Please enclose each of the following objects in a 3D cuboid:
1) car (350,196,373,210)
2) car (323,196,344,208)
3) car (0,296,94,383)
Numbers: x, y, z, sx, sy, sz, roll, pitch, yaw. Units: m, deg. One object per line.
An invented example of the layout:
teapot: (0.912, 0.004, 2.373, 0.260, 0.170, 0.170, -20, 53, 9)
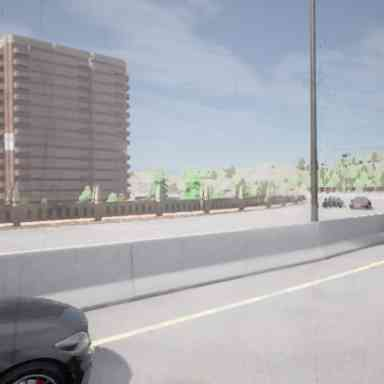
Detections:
car: (19.003, 1.223, 37.344, 1.812, 1.442, 4.674, 0, 0, 34)
car: (17.999, 1.259, 42.198, 1.994, 1.385, 4.181, 0, 0, 32)
car: (-3.249, 1.555, 2.838, 4.674, 1.442, 1.812, -1, 0, -35)
